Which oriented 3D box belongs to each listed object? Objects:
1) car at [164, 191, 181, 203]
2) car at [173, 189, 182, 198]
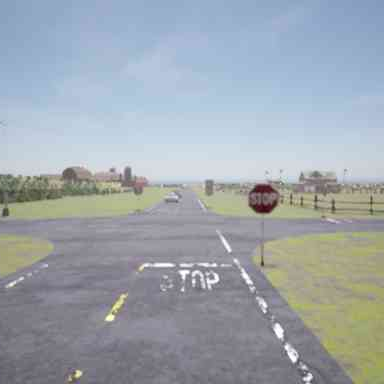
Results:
[{"bbox_3d":[-2.928,0.855,46.931,1.895,1.301,4.718,0,1,0],"label":"car"},{"bbox_3d":[-2.999,0.225,65.663,2.097,1.767,4.553,0,1,0],"label":"car"}]
